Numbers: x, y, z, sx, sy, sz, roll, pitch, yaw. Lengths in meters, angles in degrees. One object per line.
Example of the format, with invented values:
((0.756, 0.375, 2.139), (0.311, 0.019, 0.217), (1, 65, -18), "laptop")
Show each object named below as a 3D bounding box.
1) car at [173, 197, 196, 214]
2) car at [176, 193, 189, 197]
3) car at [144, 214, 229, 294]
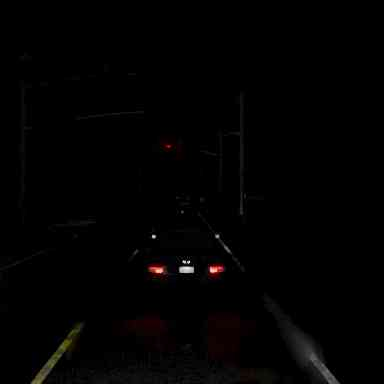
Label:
((-0.666, 1.525, 30.836), (1.812, 1.442, 4.674), (1, 0, 4), "car")
((-1.651, 1.221, 57.734), (2.150, 2.045, 5.566), (0, 0, -2), "car")
((-0.167, 1.547, 8.918), (2.033, 1.411, 5.357), (0, 0, -1), "car")
